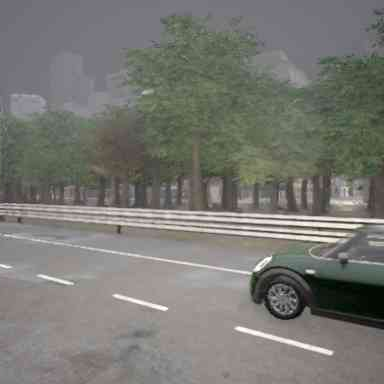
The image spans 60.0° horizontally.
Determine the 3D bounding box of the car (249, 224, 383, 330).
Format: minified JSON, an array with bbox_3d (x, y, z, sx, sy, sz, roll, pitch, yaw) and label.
[{"bbox_3d":[3.311,1.351,5.806,4.553,1.767,2.097,0,0,36],"label":"car"}]
